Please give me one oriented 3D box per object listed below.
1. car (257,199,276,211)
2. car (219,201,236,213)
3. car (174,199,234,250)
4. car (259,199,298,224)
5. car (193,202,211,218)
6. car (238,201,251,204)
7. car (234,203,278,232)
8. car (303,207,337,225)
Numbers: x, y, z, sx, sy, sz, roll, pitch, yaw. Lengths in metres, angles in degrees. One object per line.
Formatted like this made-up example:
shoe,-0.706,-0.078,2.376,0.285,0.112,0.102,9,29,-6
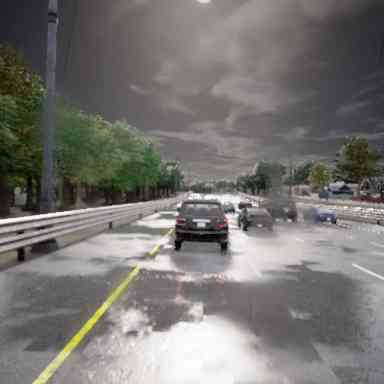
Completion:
car,12.139,2.117,54.408,2.097,1.767,4.553,2,0,2
car,4.895,2.095,46.629,1.994,1.385,4.181,2,0,2
car,0.437,1.319,15.049,2.150,2.045,5.566,2,0,2
car,7.902,1.696,30.048,2.150,2.045,5.566,2,0,2
car,1.060,1.863,35.761,1.812,1.442,4.674,2,0,2
car,8.632,2.143,54.310,1.882,1.535,5.008,2,0,2
car,4.164,1.779,22.390,1.837,1.490,4.892,2,-1,2
car,11.384,2.095,29.746,1.812,1.442,4.674,2,-1,2
